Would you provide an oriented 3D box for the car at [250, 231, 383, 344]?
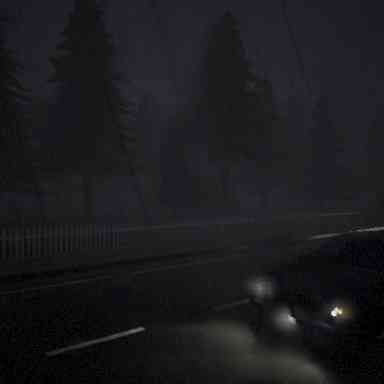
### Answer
[{"bbox_3d":[3.626,1.527,6.560,5.357,1.411,2.033,0,0,-35],"label":"car"}]
